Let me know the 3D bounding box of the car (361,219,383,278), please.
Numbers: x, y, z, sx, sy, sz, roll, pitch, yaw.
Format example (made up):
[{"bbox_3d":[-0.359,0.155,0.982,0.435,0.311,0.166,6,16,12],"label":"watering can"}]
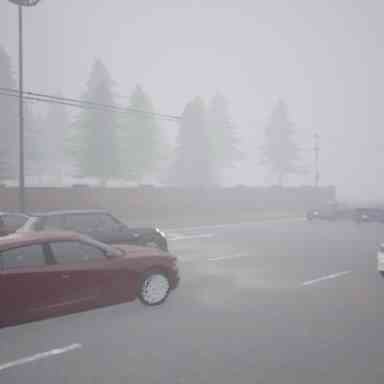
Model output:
[{"bbox_3d":[6.414,1.437,8.322,4.674,1.442,1.812,-1,0,-36],"label":"car"}]

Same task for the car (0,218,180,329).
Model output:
[{"bbox_3d":[-2.553,1.465,6.225,5.008,1.535,1.882,-1,0,-35],"label":"car"}]

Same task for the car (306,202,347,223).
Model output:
[{"bbox_3d":[10.085,1.368,23.840,4.181,1.385,1.994,-1,0,-36],"label":"car"}]

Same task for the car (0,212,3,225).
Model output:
[{"bbox_3d":[-6.578,1.464,11.951,5.008,1.535,1.882,-1,0,-36],"label":"car"}]

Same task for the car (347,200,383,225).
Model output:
[{"bbox_3d":[12.201,1.281,21.048,5.008,1.535,1.882,-1,0,-35],"label":"car"}]

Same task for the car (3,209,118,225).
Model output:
[{"bbox_3d":[-2.999,1.322,10.207,4.553,1.767,2.097,-1,0,-35],"label":"car"}]
